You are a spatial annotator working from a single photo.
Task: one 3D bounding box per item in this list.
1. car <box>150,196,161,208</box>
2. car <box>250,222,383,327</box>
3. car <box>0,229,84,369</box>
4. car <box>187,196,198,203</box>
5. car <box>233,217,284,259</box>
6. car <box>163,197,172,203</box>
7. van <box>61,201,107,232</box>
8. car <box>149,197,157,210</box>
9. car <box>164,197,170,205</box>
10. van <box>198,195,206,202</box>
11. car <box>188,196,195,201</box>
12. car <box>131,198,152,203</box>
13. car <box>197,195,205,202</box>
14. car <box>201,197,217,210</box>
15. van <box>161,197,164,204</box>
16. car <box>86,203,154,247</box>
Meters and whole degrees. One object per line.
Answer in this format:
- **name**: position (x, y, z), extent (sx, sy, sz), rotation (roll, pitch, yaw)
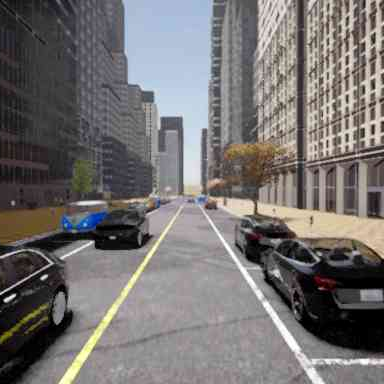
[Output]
- **car**: position (-5.810, 1.704, 46.381), extent (1.887, 1.381, 4.507), rotation (-1, 0, 0)
- **car**: position (2.667, 1.580, 7.026), extent (1.947, 1.339, 4.313), rotation (-1, 0, 0)
- **car**: position (-3.105, 1.523, 4.147), extent (1.837, 1.490, 4.892), rotation (0, 0, 0)
- **car**: position (-0.187, 1.822, 79.003), extent (2.033, 1.411, 5.357), rotation (0, 0, 0)
- **car**: position (2.653, 1.595, 12.651), extent (1.947, 1.339, 4.313), rotation (-1, 0, 0)
- **car**: position (-5.892, 1.849, 80.130), extent (2.008, 1.369, 4.403), rotation (-1, 0, 0)
- **van**: position (-5.745, 1.403, 18.256), extent (1.690, 1.788, 3.998), rotation (-1, 0, 0)
- **car**: position (-5.796, 1.662, 40.586), extent (1.752, 1.417, 4.829), rotation (-1, 0, 0)
- **car**: position (-5.851, 1.771, 63.255), extent (1.887, 1.381, 4.507), rotation (-1, 0, 0)
- **van**: position (2.483, 1.624, 80.153), extent (1.690, 1.788, 3.998), rotation (-1, 0, 0)
- **car**: position (-0.213, 1.747, 89.629), extent (1.812, 1.442, 4.674), rotation (0, 0, 0)
- **car**: position (-5.782, 1.668, 35.130), extent (2.008, 1.369, 4.403), rotation (-1, 0, 0)
- **car**: position (2.458, 1.775, 91.401), extent (1.967, 1.590, 4.097), rotation (-1, 0, 0)
- **car**: position (2.571, 1.725, 46.402), extent (1.802, 1.307, 4.206), rotation (-1, 0, 0)
- **van**: position (-5.827, 1.522, 52.006), extent (1.690, 1.788, 3.998), rotation (-1, 0, 0)
- **car**: position (-3.119, 1.527, 15.588), extent (1.882, 1.535, 5.008), rotation (0, 0, 0)
